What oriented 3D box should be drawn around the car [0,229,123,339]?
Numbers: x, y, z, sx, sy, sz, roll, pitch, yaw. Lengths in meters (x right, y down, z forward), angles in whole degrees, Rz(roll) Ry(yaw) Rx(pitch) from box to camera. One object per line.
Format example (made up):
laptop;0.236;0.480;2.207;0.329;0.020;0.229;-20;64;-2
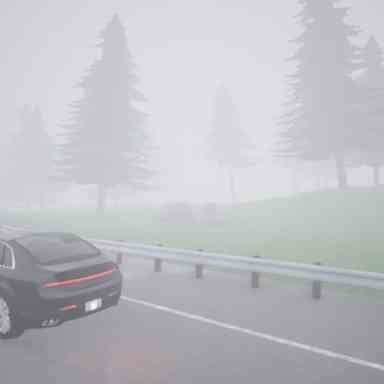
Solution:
car;-3.478;1.519;6.656;4.892;1.490;1.837;0;0;37
